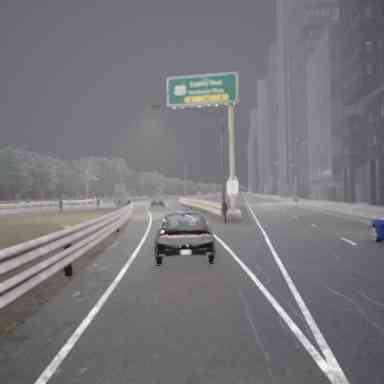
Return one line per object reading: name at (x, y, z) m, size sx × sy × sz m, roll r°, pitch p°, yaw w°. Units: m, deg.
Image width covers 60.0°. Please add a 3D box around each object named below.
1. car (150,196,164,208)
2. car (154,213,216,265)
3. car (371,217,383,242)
car at (-5.511, 1.511, 52.974) m, size 2.097 × 1.767 × 4.553 m, roll -1°, pitch 0°, yaw -7°
car at (-0.293, 1.471, 11.690) m, size 2.128 × 1.511 × 4.902 m, roll -1°, pitch 0°, yaw -3°
car at (8.451, 1.366, 12.515) m, size 1.882 × 1.535 × 5.008 m, roll -1°, pitch 0°, yaw 8°
